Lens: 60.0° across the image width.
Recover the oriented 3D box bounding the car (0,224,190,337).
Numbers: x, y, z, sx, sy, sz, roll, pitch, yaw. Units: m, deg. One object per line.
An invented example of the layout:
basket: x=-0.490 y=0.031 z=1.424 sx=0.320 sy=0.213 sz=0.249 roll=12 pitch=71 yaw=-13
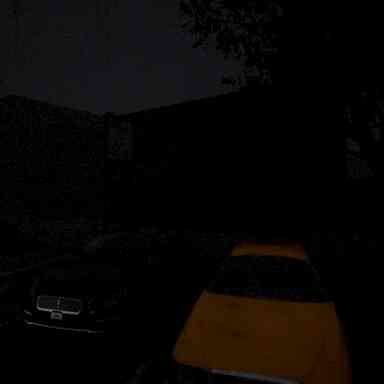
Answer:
car: x=-1.228 y=1.487 z=6.974 sx=2.231 sy=1.521 sz=4.892 roll=1 pitch=-1 yaw=16

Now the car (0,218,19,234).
car: x=-8.550 y=1.528 z=12.209 sx=2.002 sy=1.452 sz=4.674 roll=1 pitch=-1 yaw=16

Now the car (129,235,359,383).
car: x=1.160 y=1.480 z=5.045 sx=1.946 sy=1.575 sz=5.366 roll=1 pitch=-1 yaw=16
